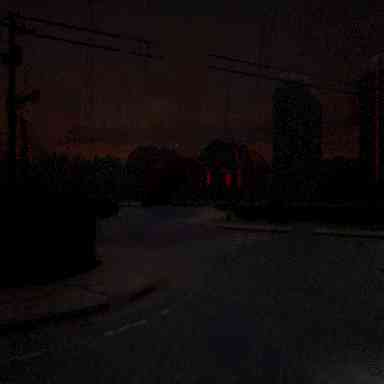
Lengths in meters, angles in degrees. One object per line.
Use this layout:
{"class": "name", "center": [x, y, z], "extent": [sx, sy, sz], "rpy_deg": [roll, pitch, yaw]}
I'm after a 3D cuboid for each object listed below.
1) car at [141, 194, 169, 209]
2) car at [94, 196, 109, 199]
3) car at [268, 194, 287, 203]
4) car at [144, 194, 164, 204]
{"class": "car", "center": [-5.310, 1.401, 48.257], "extent": [1.932, 1.855, 4.605], "rpy_deg": [0, 0, 31]}
{"class": "car", "center": [-19.336, 1.594, 71.161], "extent": [1.816, 1.474, 4.193], "rpy_deg": [0, 0, 31]}
{"class": "car", "center": [13.481, 1.547, 52.618], "extent": [2.242, 1.667, 4.611], "rpy_deg": [0, 0, 31]}
{"class": "car", "center": [-7.412, 1.393, 64.842], "extent": [1.905, 1.878, 3.866], "rpy_deg": [0, 0, 31]}
